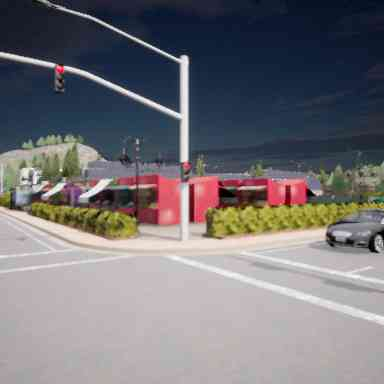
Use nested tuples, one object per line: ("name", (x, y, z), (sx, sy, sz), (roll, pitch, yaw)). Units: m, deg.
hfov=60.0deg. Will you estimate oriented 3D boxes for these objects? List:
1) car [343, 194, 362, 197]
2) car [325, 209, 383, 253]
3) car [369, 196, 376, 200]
("car", (24.572, 1.234, 52.480), (1.932, 1.855, 4.605), (0, 0, -35))
("car", (7.428, 1.462, 13.598), (4.902, 1.511, 2.128), (0, 0, -36))
("car", (29.106, 1.480, 55.729), (1.970, 1.475, 3.806), (0, 0, -35))
